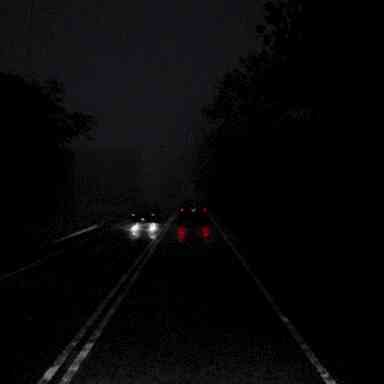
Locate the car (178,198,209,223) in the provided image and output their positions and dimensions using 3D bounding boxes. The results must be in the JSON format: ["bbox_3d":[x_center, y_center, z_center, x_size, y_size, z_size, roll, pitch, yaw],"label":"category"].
[{"bbox_3d":[0.106,1.277,24.571,2.097,1.767,4.553,0,0,0],"label":"car"}]

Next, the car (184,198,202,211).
[{"bbox_3d":[0.150,1.512,41.760,2.033,1.411,5.357,0,0,0],"label":"car"}]

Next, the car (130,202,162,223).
[{"bbox_3d":[-3.343,1.470,25.269,2.033,1.411,5.357,0,0,0],"label":"car"}]
